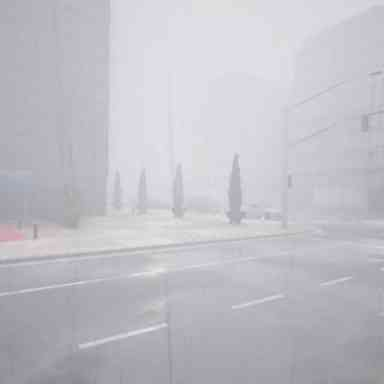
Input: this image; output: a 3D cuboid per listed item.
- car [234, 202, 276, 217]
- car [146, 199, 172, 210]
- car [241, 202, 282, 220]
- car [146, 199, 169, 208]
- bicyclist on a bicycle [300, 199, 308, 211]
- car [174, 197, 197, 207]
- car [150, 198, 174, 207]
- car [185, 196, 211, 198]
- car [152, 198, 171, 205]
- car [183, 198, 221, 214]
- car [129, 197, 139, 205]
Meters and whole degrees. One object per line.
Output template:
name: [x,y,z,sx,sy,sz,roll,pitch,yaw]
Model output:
car: [6.915,1.837,36.850,1.812,1.442,4.674,1,0,-35]
car: [-4.871,1.875,47.648,1.895,1.301,4.718,1,0,-35]
car: [6.520,1.796,31.306,1.812,1.442,4.674,1,0,-35]
car: [-5.785,1.880,55.118,1.994,1.385,4.181,1,-1,-34]
bicyclist on a bicycle: [15.372,1.751,45.682,1.656,1.620,0.582,0,0,-35]
car: [-1.233,1.751,61.130,2.097,1.767,4.553,1,0,-35]
car: [-5.661,1.906,61.356,2.033,1.411,5.357,1,0,-35]
car: [1.551,1.535,44.551,2.150,2.045,5.566,1,0,-35]
car: [-6.370,2.001,68.460,1.895,1.301,4.718,1,0,-35]
car: [1.227,1.764,38.898,2.128,1.511,4.902,1,0,-35]
car: [-11.386,1.879,69.377,2.128,1.511,4.902,1,0,-35]
